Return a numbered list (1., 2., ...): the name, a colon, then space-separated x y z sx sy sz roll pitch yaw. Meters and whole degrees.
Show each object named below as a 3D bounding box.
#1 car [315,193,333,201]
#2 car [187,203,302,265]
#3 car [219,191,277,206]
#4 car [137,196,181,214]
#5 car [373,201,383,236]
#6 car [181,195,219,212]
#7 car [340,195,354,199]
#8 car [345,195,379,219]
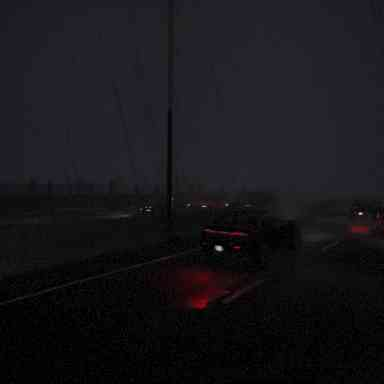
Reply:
1. car: 24.011 0.962 60.494 1.882 1.535 5.008 1 0 40
2. car: 2.208 1.357 11.344 2.128 1.511 4.902 1 1 36
3. car: 4.779 0.914 26.202 2.150 2.045 5.566 1 1 39
4. car: -2.513 1.120 28.357 1.837 1.490 4.892 1 1 39
5. car: 10.679 1.338 16.477 1.882 1.535 5.008 1 1 39
6. car: 1.587 1.003 27.830 2.097 1.767 4.553 1 1 39
7. car: 28.386 1.169 60.289 2.033 1.411 5.357 1 -1 40
8. car: 13.511 1.270 25.480 1.837 1.490 4.892 1 1 39
